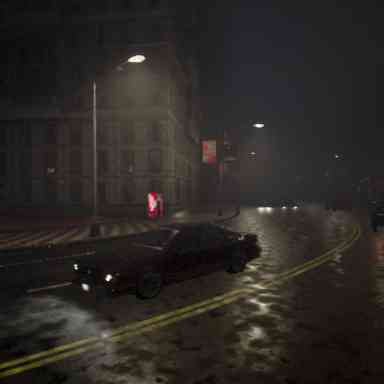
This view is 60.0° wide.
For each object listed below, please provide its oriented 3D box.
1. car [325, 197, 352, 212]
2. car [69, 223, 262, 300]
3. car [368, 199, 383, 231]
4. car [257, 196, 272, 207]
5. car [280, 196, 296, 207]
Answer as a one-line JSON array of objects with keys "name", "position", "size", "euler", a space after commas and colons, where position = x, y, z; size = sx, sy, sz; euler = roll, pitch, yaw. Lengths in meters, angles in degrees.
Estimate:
[{"name": "car", "position": [16.276, 1.350, 37.183], "size": [1.882, 1.535, 5.008], "euler": [0, 0, 9]}, {"name": "car", "position": [-0.306, 1.556, 8.731], "size": [5.357, 1.411, 2.033], "euler": [0, 0, -45]}, {"name": "car", "position": [11.500, 1.399, 19.449], "size": [2.128, 1.511, 4.902], "euler": [0, 0, 26]}, {"name": "car", "position": [10.922, 1.417, 50.177], "size": [2.128, 1.511, 4.902], "euler": [-1, 0, 8]}, {"name": "car", "position": [14.468, 1.448, 50.244], "size": [1.837, 1.490, 4.892], "euler": [-1, 0, 8]}]
